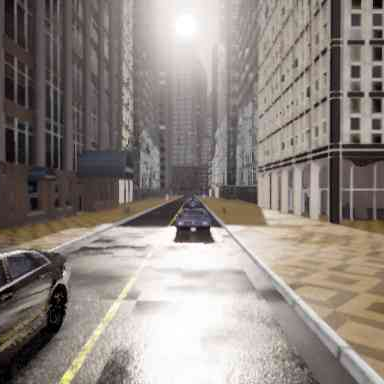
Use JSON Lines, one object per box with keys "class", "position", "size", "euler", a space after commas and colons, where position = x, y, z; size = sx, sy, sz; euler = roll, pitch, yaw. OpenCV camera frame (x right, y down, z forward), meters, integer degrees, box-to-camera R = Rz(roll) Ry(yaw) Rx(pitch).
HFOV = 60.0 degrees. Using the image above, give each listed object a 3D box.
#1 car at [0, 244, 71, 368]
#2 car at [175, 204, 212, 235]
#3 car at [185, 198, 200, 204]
{"class": "car", "position": [-3.066, 1.489, 3.979], "size": [2.128, 1.511, 4.902], "euler": [0, 0, 0]}
{"class": "car", "position": [0.068, 1.588, 18.834], "size": [1.895, 1.301, 4.718], "euler": [0, 0, 0]}
{"class": "car", "position": [0.099, 1.514, 44.894], "size": [1.812, 1.442, 4.674], "euler": [0, 0, 0]}
